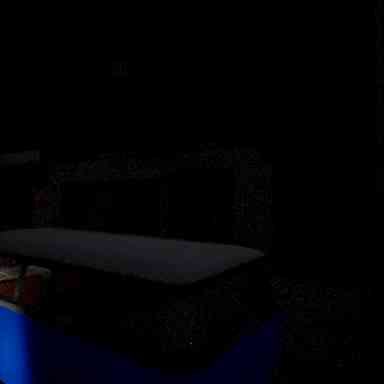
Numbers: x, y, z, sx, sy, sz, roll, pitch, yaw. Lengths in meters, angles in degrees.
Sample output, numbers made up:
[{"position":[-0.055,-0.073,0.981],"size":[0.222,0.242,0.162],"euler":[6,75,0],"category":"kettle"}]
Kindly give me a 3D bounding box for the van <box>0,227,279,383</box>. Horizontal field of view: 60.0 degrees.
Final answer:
[{"position":[-1.074,1.357,3.627],"size":[3.998,1.788,1.690],"euler":[0,0,36],"category":"van"}]
